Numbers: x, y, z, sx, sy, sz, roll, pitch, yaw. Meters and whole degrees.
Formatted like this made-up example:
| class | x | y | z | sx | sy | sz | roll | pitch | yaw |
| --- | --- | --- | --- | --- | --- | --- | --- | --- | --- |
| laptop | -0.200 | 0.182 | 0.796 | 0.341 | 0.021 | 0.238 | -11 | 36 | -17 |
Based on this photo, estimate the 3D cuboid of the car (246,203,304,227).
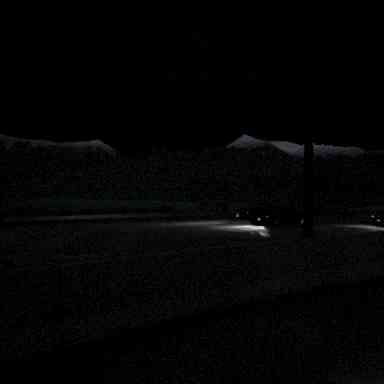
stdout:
| class | x | y | z | sx | sy | sz | roll | pitch | yaw |
| --- | --- | --- | --- | --- | --- | --- | --- | --- | --- |
| car | 6.414 | 1.722 | 24.024 | 4.181 | 1.385 | 1.994 | 1 | 0 | -28 |

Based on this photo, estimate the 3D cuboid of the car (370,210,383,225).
| class | x | y | z | sx | sy | sz | roll | pitch | yaw |
| --- | --- | --- | --- | --- | --- | --- | --- | --- | --- |
| car | 15.402 | 1.774 | 24.650 | 4.674 | 1.442 | 1.812 | 1 | 0 | -25 |

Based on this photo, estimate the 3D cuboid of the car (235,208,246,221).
| class | x | y | z | sx | sy | sz | roll | pitch | yaw |
| --- | --- | --- | --- | --- | --- | --- | --- | --- | --- |
| car | 5.806 | 1.658 | 27.662 | 4.902 | 1.511 | 2.128 | 1 | 0 | -28 |
